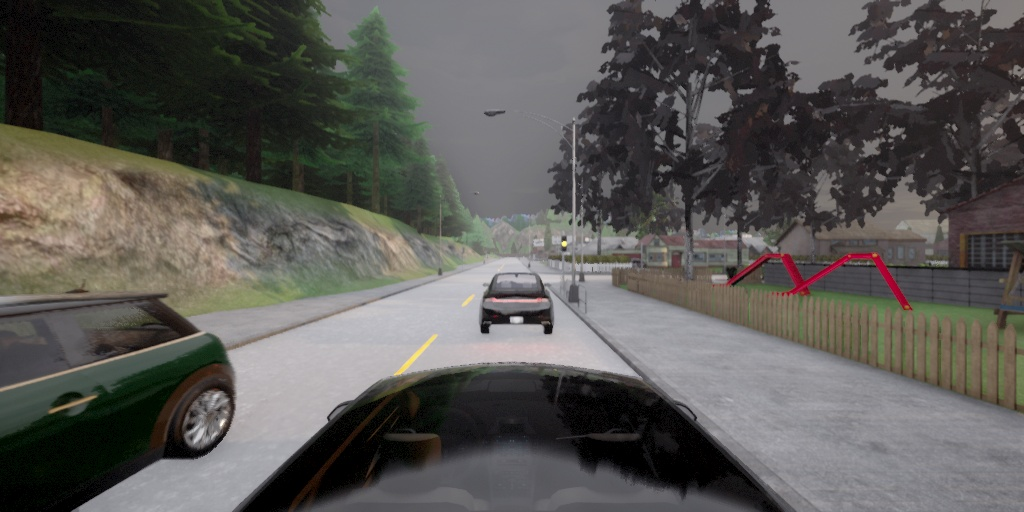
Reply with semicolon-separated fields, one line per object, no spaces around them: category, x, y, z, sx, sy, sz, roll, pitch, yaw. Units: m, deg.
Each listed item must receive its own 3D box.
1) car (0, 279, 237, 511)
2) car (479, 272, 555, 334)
car;-4.078;1.101;1.985;2.097;1.767;4.553;0;0;0
car;0.137;1.219;10.475;2.128;1.511;4.902;0;0;1
